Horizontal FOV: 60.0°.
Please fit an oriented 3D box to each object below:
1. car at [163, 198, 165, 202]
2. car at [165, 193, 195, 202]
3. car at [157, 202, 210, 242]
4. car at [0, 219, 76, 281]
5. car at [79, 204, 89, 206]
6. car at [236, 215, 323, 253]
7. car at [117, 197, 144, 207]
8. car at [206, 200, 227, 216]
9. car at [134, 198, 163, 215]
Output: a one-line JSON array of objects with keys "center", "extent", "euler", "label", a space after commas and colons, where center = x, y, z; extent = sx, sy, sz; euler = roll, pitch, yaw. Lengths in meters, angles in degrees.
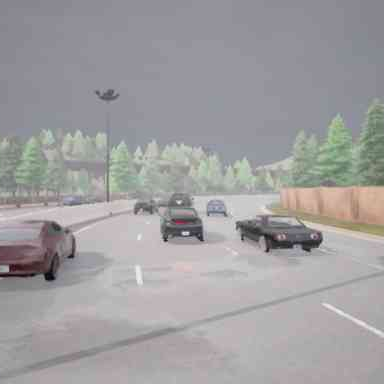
[{"center": [-3.332, 1.476, 44.227], "extent": [2.033, 1.411, 5.357], "euler": [0, 0, 12], "label": "car"}, {"center": [-0.994, 1.164, 33.904], "extent": [2.150, 2.045, 5.566], "euler": [0, 0, 4], "label": "car"}, {"center": [-0.583, 1.477, 16.388], "extent": [1.837, 1.490, 4.892], "euler": [0, 0, -7], "label": "car"}, {"center": [-4.570, 1.512, 9.525], "extent": [1.812, 1.442, 4.674], "euler": [0, 0, -10], "label": "car"}, {"center": [-13.826, 1.495, 45.034], "extent": [1.994, 1.385, 4.181], "euler": [0, 0, 10], "label": "car"}, {"center": [3.273, 1.577, 13.635], "extent": [1.895, 1.301, 4.718], "euler": [0, 0, -9], "label": "car"}, {"center": [-9.238, 1.468, 50.472], "extent": [2.033, 1.411, 5.357], "euler": [0, 0, 13], "label": "car"}, {"center": [2.336, 1.493, 31.659], "extent": [2.033, 1.411, 5.357], "euler": [0, 0, 3], "label": "car"}, {"center": [-4.571, 1.451, 33.863], "extent": [1.837, 1.490, 4.892], "euler": [0, 0, 5], "label": "car"}]
